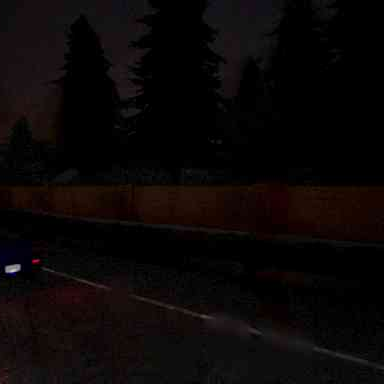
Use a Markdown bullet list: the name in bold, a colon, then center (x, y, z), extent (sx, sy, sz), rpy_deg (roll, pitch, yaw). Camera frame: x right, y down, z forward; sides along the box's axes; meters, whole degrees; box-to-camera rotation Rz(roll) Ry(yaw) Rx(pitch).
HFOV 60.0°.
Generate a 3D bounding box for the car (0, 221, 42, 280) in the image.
- **car**: center (-5.580, 1.431, 8.514), extent (4.674, 1.442, 1.812), rpy_deg (1, 0, 39)
